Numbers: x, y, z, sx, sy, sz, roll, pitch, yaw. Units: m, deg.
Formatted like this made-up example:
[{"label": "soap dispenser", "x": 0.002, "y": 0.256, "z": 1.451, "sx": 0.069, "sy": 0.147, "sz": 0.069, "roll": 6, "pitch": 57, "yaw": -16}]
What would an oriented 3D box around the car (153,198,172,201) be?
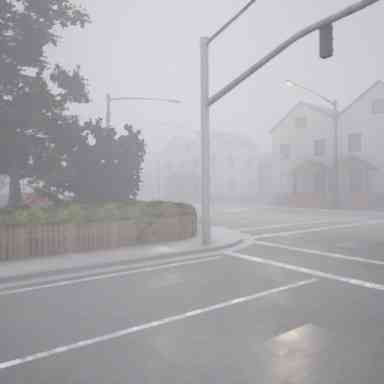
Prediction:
[{"label": "car", "x": -3.131, "y": 1.328, "z": 35.477, "sx": 1.994, "sy": 1.385, "sz": 4.181, "roll": -1, "pitch": 1, "yaw": -35}]
